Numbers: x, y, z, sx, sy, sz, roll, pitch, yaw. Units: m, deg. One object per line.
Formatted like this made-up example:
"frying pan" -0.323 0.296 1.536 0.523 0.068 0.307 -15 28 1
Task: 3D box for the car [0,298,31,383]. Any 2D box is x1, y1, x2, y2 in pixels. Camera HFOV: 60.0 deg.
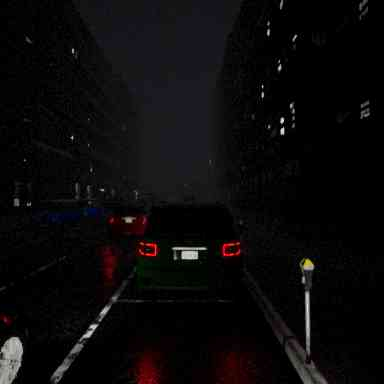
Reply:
"car" -2.920 1.505 2.225 1.837 1.490 4.892 0 0 0

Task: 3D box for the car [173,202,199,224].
"car" -0.438 1.572 26.224 1.887 1.381 4.507 1 0 0

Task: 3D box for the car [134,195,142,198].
"car" -8.315 1.379 42.875 2.192 1.841 5.009 1 0 0

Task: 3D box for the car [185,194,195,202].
"car" -0.474 1.521 81.536 2.192 1.841 5.009 1 0 0

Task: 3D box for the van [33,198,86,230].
"van" -8.313 1.359 20.753 1.690 1.788 3.998 2 0 0

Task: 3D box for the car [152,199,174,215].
"car" -3.023 1.522 35.074 1.882 1.535 5.008 0 0 0

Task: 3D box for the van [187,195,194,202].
"van" -0.476 1.575 87.068 1.690 1.788 3.998 1 0 0

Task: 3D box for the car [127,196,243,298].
"car" -0.040 1.233 8.683 2.150 2.045 5.566 0 0 0

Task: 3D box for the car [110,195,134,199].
"car" -8.314 1.366 37.346 2.192 1.841 5.009 1 0 0

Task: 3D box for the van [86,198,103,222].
"van" -8.314 1.368 26.285 1.690 1.788 3.998 1 0 0

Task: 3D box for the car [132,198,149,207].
"car" -8.322 1.660 53.938 1.947 1.339 4.313 1 0 0

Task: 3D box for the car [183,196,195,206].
"car" -0.474 1.553 59.411 1.967 1.590 4.097 1 0 0

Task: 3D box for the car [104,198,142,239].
"car" -2.921 1.365 17.466 2.097 1.767 4.553 0 0 0

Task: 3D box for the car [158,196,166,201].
"car" -8.328 1.847 92.652 1.802 1.307 4.206 1 0 0

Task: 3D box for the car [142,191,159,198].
"car" -5.774 0.913 46.775 2.150 2.045 5.566 0 0 0
